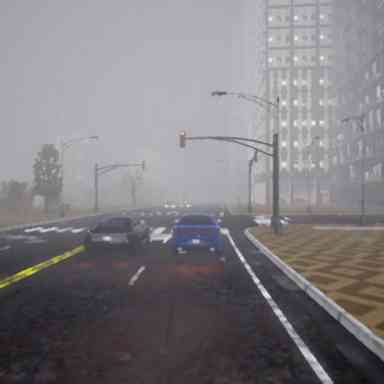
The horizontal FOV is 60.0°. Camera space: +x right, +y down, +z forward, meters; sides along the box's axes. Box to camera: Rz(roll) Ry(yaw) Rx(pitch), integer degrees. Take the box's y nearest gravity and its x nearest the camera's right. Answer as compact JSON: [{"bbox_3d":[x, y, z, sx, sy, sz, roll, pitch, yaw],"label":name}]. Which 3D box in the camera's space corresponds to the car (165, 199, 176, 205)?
[{"bbox_3d":[-4.661,2.283,73.664,1.895,1.301,4.718,0,-1,5],"label":"car"}]

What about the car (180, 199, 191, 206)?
[{"bbox_3d":[-1.423,2.212,73.398,1.812,1.442,4.674,0,-1,5],"label":"car"}]

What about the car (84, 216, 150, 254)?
[{"bbox_3d":[-3.016,1.696,14.164,1.994,1.385,4.181,0,0,2],"label":"car"}]

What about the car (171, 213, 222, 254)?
[{"bbox_3d":[0.240,1.612,14.240,1.882,1.535,5.008,0,0,2],"label":"car"}]
